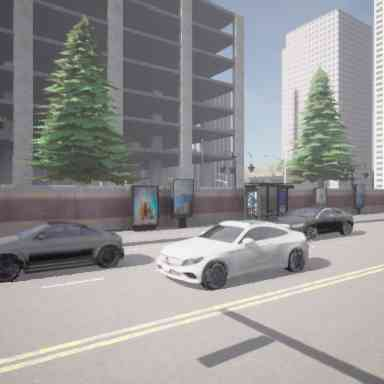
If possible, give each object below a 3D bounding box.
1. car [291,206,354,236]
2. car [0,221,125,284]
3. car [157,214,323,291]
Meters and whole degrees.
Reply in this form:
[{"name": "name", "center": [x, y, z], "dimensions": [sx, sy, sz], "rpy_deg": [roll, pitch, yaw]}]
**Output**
[{"name": "car", "center": [6.187, 1.492, 16.749], "dimensions": [4.902, 1.511, 2.128], "rpy_deg": [0, 0, -35]}, {"name": "car", "center": [-4.095, 1.564, 9.662], "dimensions": [4.181, 1.385, 1.994], "rpy_deg": [0, 0, -35]}, {"name": "car", "center": [1.309, 1.525, 9.132], "dimensions": [4.674, 1.442, 1.812], "rpy_deg": [0, 0, -35]}]
